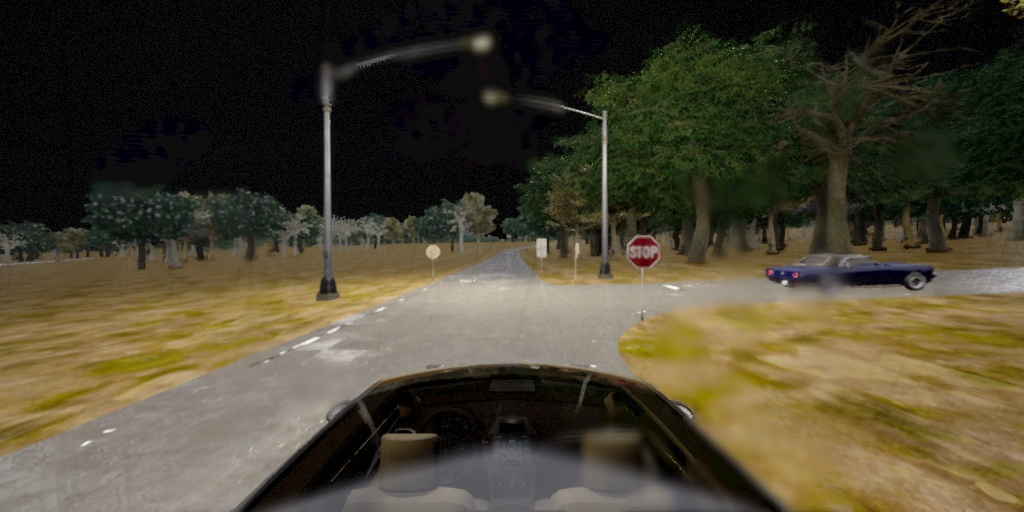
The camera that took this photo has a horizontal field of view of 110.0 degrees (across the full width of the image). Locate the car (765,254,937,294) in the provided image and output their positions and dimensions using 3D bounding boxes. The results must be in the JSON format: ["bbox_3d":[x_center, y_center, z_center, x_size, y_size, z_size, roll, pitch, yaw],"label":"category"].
[{"bbox_3d":[12.138,0.585,13.014,4.718,1.301,1.895,-3,1,1],"label":"car"}]
